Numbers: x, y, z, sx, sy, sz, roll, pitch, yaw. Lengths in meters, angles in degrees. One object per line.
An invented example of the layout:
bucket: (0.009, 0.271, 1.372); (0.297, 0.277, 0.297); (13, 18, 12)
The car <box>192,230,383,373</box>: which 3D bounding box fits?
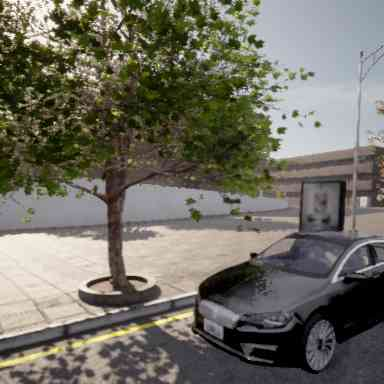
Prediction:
car: (2.255, 1.469, 5.682); (4.902, 1.511, 2.128); (0, 0, -36)
